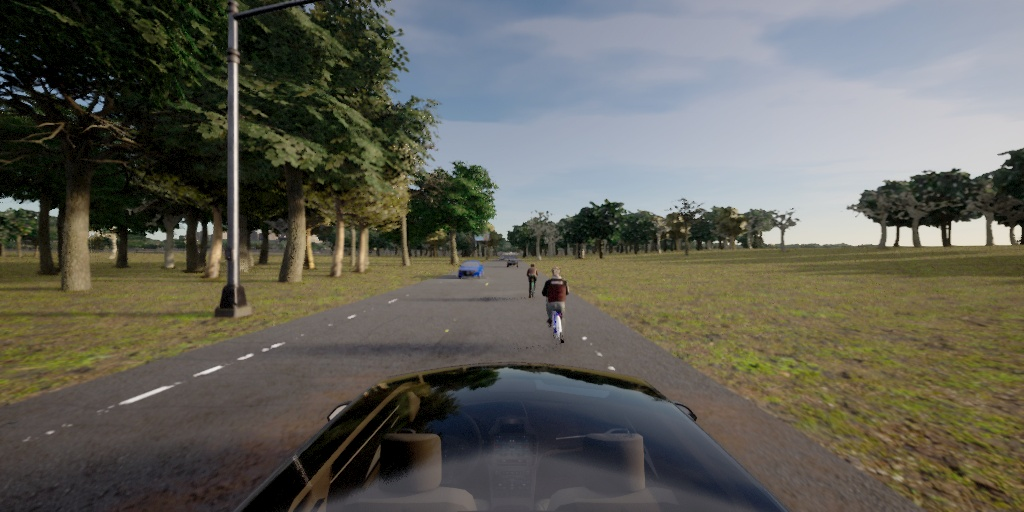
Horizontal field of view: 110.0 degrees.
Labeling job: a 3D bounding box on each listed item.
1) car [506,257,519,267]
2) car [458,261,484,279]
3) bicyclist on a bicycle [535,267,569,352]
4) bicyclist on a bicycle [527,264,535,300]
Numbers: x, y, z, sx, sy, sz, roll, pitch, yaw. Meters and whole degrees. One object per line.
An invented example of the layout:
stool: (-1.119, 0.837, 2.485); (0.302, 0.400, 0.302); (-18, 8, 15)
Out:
car: (0.092, 1.095, 61.747); (1.837, 1.490, 4.892); (0, 1, 0)
car: (-3.602, 1.178, 31.992); (1.882, 1.535, 5.008); (0, 0, 0)
bicyclist on a bicycle: (0.961, 1.119, 8.023); (0.659, 1.776, 1.843); (0, 0, 0)
bicyclist on a bicycle: (0.960, 1.191, 16.688); (0.582, 1.620, 1.656); (0, 0, 0)
